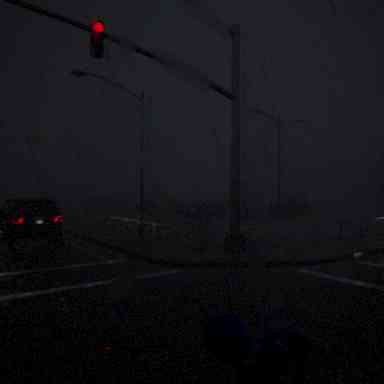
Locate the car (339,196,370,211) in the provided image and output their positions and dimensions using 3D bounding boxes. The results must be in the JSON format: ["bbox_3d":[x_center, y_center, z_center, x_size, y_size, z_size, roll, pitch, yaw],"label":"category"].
[{"bbox_3d":[21.147,1.448,42.603,3.866,1.878,1.905,0,0,-36],"label":"car"}]

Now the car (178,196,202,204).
[{"bbox_3d":[-0.401,1.725,73.399,5.027,1.636,2.152,0,0,-36],"label":"car"}]

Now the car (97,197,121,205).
[{"bbox_3d":[-15.620,1.658,62.591,3.806,1.475,1.970,0,0,-36],"label":"car"}]

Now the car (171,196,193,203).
[{"bbox_3d":[-2.280,1.736,75.912,4.514,1.523,2.007,0,0,-36],"label":"car"}]

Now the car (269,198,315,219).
[{"bbox_3d":[8.790,1.551,29.173,4.514,1.523,2.007,0,0,-36],"label":"car"}]

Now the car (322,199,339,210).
[{"bbox_3d":[19.695,1.738,45.655,3.806,1.475,1.970,0,0,-36],"label":"car"}]

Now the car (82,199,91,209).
[{"bbox_3d":[-12.612,1.314,45.518,4.605,1.855,1.932,0,0,-36],"label":"car"}]

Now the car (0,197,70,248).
[{"bbox_3d":[-7.883,1.319,15.814,2.150,2.045,5.566,0,0,-37],"label":"car"}]

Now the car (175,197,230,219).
[{"bbox_3d":[0.931,1.441,28.016,3.806,1.475,1.970,0,0,-36],"label":"car"}]

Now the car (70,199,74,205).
[{"bbox_3d":[-23.381,1.601,60.664,3.633,1.501,1.845,0,0,-36],"label":"car"}]

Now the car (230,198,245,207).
[{"bbox_3d":[6.128,1.631,51.177,4.514,1.523,2.007,0,0,-36],"label":"car"}]

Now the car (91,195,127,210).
[{"bbox_3d":[-10.577,1.294,43.404,3.866,1.878,1.905,0,0,-36],"label":"car"}]

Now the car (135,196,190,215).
[{"bbox_3d":[-3.087,1.364,33.030,5.027,1.636,2.152,0,0,-36],"label":"car"}]
